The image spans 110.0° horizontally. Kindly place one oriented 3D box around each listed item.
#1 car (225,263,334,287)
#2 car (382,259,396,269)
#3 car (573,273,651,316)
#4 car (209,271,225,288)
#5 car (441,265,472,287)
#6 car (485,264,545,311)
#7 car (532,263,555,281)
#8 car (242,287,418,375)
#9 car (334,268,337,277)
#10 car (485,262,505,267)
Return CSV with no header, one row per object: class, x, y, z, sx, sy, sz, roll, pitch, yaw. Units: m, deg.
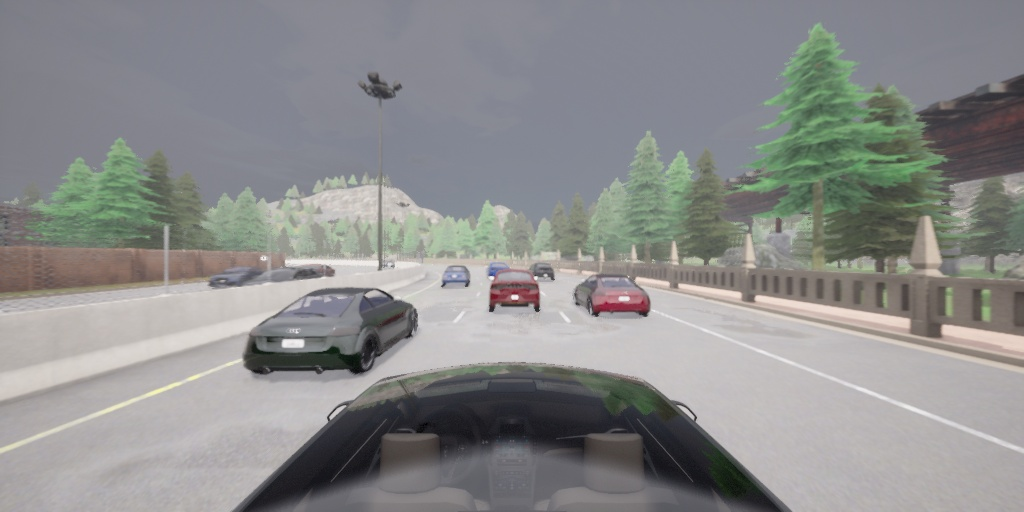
car,-10.683,1.294,17.042,1.837,1.490,4.892,0,0,-1
car,-20.094,1.227,58.120,2.128,1.511,4.902,0,0,-26
car,3.585,1.344,13.504,1.994,1.385,4.181,0,0,0
car,-18.049,1.372,24.089,1.994,1.385,4.181,0,0,-6
car,-3.918,1.359,25.496,2.033,1.411,5.357,0,0,-5
car,0.075,1.261,14.720,1.882,1.535,5.008,0,0,-1
car,2.392,1.331,31.318,1.837,1.490,4.892,0,0,-8
car,-3.399,1.329,7.576,1.994,1.385,4.181,0,0,0
car,-14.801,1.293,26.771,1.882,1.535,5.008,0,0,-7
car,-1.355,1.308,32.806,1.882,1.535,5.008,0,0,-9
